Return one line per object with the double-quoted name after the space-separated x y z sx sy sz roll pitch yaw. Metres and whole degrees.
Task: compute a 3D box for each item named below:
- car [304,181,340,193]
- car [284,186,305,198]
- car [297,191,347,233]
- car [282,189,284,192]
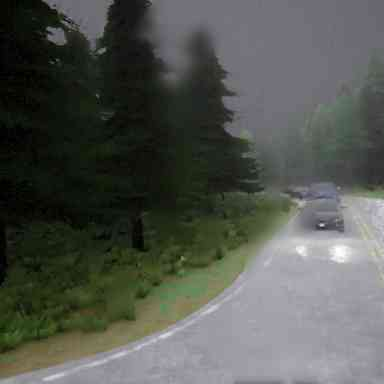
10.044 0.235 25.574 2.150 2.045 5.566 -4 2 19 "car"
12.028 0.098 36.053 2.033 1.411 5.357 -3 2 1 "car"
6.376 1.029 16.292 1.837 1.490 4.892 -4 1 23 "car"
14.161 -0.198 45.477 1.895 1.301 4.718 -2 1 -14 "car"
